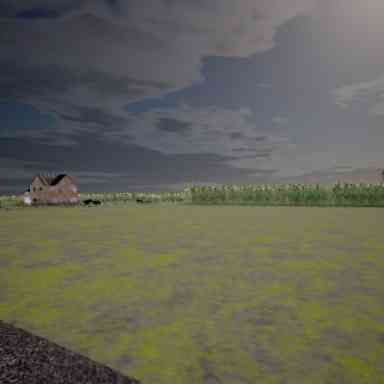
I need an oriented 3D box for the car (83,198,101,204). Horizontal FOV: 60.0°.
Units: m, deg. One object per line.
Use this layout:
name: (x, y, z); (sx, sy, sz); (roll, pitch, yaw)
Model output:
car: (-19.975, 2.017, 67.757); (1.837, 1.490, 4.892); (-2, -1, 35)
